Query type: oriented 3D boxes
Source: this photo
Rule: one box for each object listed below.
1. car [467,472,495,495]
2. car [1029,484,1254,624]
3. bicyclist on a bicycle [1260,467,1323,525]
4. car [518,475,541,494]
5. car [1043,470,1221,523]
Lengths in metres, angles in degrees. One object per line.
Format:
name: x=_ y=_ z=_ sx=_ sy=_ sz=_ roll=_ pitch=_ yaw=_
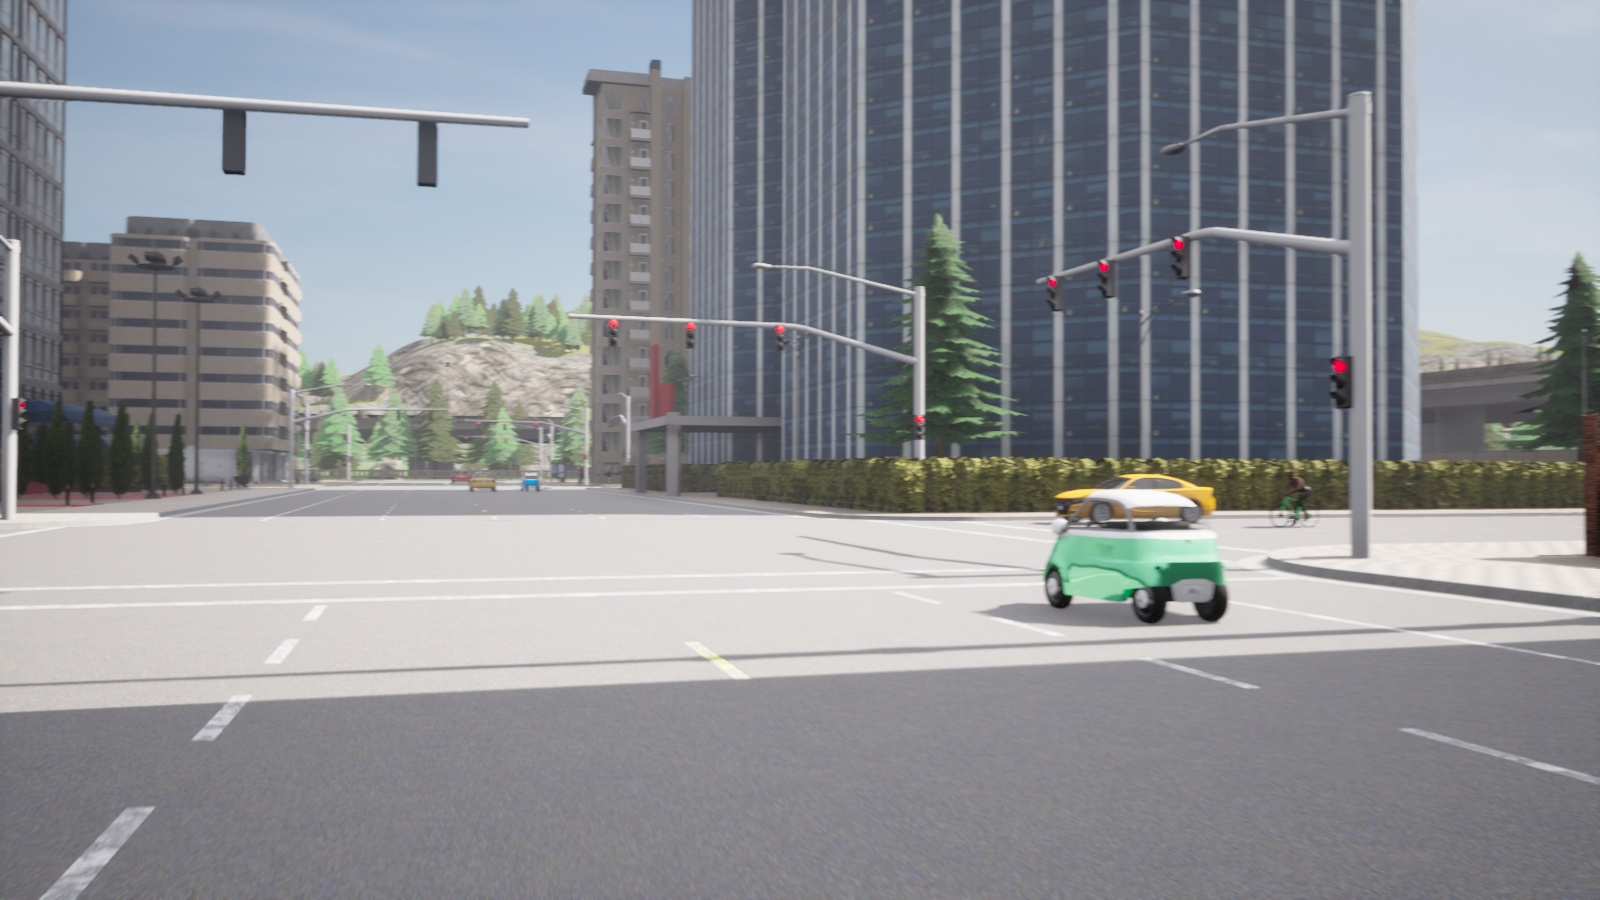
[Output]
car: x=-23.280 y=2.425 z=91.574 sx=1.801 sy=1.575 sz=5.366 roll=0 pitch=-1 yaw=-17
car: x=3.730 y=1.092 z=14.003 sx=1.481 sy=1.376 sz=2.207 roll=0 pitch=-1 yaw=-16
bicyclist on a bicycle: x=14.131 y=1.318 z=36.101 sx=1.656 sy=1.620 sz=0.582 roll=1 pitch=-1 yaw=-16
car: x=-20.068 y=2.551 z=93.048 sx=1.481 sy=1.376 sz=2.207 roll=0 pitch=-1 yaw=-17
car: x=10.188 y=1.405 z=38.595 sx=5.008 sy=1.535 sz=1.882 roll=0 pitch=-1 yaw=-16
